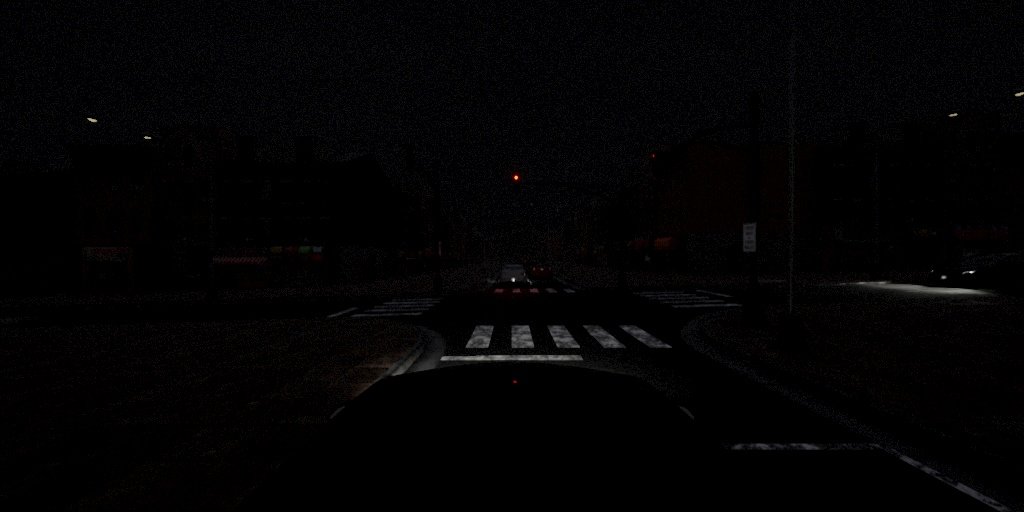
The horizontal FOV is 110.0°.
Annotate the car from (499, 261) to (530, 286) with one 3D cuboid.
[{"bbox_3d":[0.094,1.291,25.076,1.812,1.442,4.674,0,0,0],"label":"car"}]

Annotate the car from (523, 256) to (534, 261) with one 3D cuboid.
[{"bbox_3d":[2.632,1.106,38.575,2.192,1.841,5.009,0,0,0],"label":"car"}]

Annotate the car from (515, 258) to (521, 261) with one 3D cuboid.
[{"bbox_3d":[0.046,1.450,58.937,1.895,1.301,4.718,0,0,0],"label":"car"}]

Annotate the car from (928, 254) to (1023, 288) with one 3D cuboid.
[{"bbox_3d":[21.987,0.632,16.342,4.674,1.442,1.812,-2,0,0],"label":"car"}]

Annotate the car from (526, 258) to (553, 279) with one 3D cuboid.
[{"bbox_3d":[2.633,1.219,33.174,1.967,1.591,4.097,0,0,0],"label":"car"}]

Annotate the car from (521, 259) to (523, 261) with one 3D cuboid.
[{"bbox_3d":[2.631,1.119,43.978,2.192,1.841,5.009,0,0,0],"label":"car"}]
